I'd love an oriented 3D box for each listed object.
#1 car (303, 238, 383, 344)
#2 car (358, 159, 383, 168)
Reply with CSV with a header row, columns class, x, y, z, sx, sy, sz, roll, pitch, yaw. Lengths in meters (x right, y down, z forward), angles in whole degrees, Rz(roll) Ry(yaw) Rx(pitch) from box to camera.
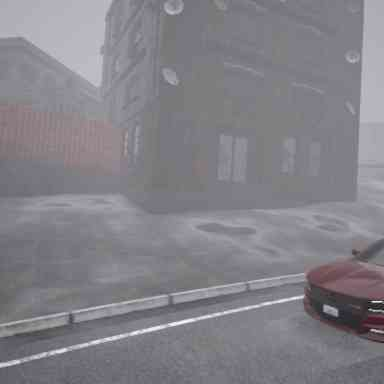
class,x,y,z,sx,sy,sz,roll,pitch,yaw
car,4.304,1.528,6.138,5.008,1.535,1.882,1,-1,-27
car,22.585,-3.263,42.058,4.553,1.767,2.185,2,-3,16
